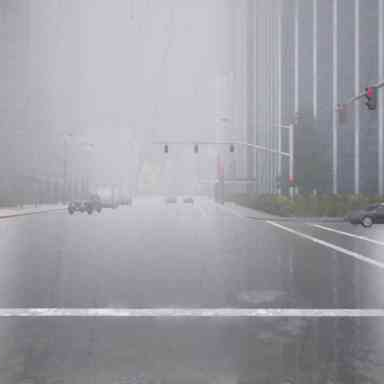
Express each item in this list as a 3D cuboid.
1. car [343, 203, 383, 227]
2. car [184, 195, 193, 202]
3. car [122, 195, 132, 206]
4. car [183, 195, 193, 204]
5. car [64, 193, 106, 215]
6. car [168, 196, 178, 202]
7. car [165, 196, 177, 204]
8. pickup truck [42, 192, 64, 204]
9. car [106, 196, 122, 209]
[{"bbox_3d":[12.634,1.505,22.053,4.892,1.490,1.837,0,0,0],"label":"car"},{"bbox_3d":[-0.828,1.387,75.567,1.882,1.535,5.008,0,0,0],"label":"car"},{"bbox_3d":[-11.241,1.352,54.881,2.097,1.767,4.553,0,0,0],"label":"car"},{"bbox_3d":[-0.743,1.526,65.316,1.812,1.442,4.674,0,0,0],"label":"car"},{"bbox_3d":[-11.085,1.221,34.864,2.150,2.045,5.566,0,0,-1],"label":"car"},{"bbox_3d":[-4.324,1.540,75.238,2.033,1.411,5.357,0,0,0],"label":"car"},{"bbox_3d":[-4.140,1.601,64.977,1.895,1.301,4.718,0,0,0],"label":"car"},{"bbox_3d":[-24.321,1.059,60.016,2.390,2.098,6.274,0,0,30],"label":"pickup truck"},{"bbox_3d":[-11.169,1.564,44.393,1.994,1.385,4.181,0,0,-1],"label":"car"}]
